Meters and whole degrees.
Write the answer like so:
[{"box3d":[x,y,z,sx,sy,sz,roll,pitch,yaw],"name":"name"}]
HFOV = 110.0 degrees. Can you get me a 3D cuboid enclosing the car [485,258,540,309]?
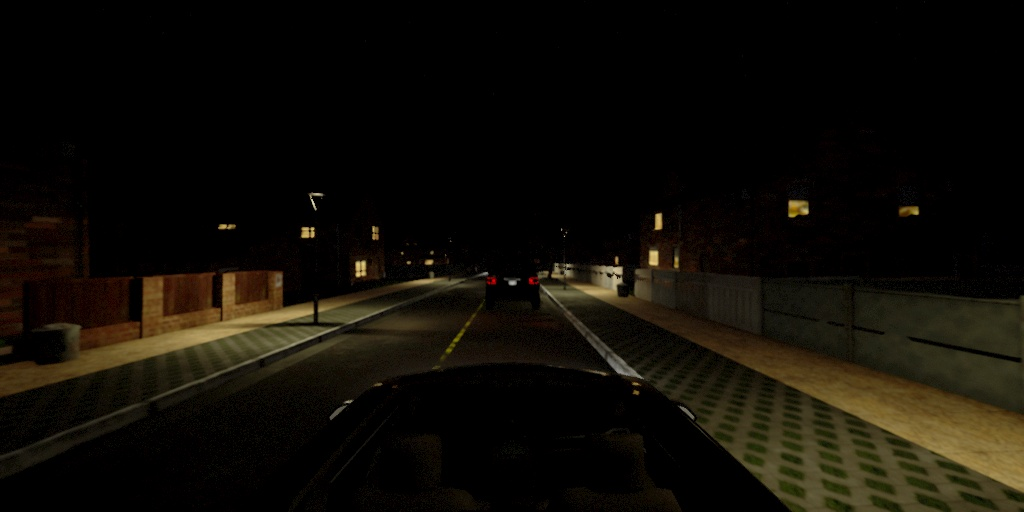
[{"box3d":[0.049,1.114,15.855,2.150,2.045,5.566,0,-1,1],"name":"car"}]
